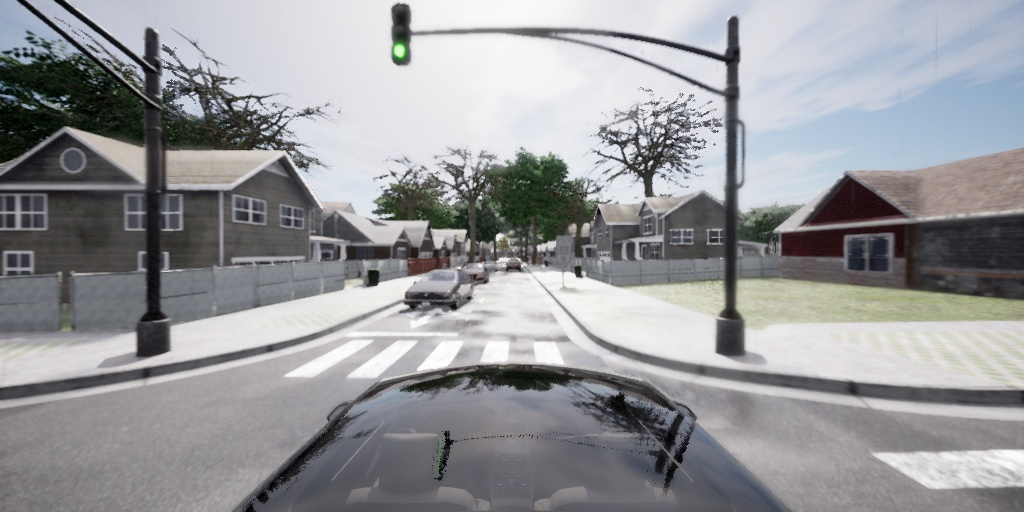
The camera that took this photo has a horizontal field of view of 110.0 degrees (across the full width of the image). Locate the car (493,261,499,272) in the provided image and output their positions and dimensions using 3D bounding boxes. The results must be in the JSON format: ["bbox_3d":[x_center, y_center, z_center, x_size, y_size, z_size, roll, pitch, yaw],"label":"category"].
[{"bbox_3d":[-2.621,1.244,42.815,1.895,1.301,4.718,0,0,1],"label":"car"}]

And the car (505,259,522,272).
[{"bbox_3d":[0.195,1.154,44.307,1.837,1.490,4.892,0,0,0],"label":"car"}]

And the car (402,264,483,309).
[{"bbox_3d":[-2.772,1.257,15.007,2.033,1.411,5.357,0,0,4],"label":"car"}]

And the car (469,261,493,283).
[{"bbox_3d":[-2.737,1.244,26.535,1.994,1.385,4.181,0,0,0],"label":"car"}]
